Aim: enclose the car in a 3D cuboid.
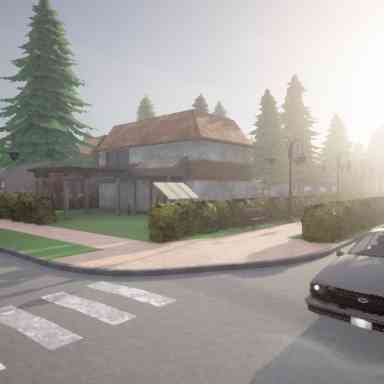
[{"bbox_3d":[4.257,1.416,6.509,5.357,1.411,2.033,-1,2,-45],"label":"car"}]
